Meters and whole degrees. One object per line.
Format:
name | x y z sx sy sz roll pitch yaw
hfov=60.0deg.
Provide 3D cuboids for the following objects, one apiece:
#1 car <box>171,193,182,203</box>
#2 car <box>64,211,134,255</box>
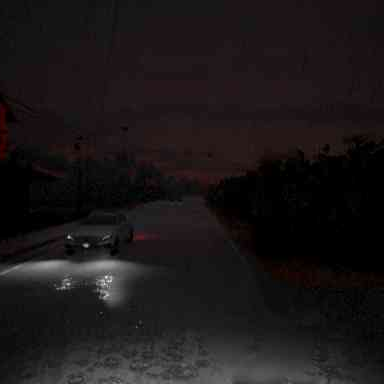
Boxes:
car | -3.507 1.320 75.150 2.150 2.045 5.566 0 0 0
car | -3.584 1.543 13.610 1.812 1.442 4.674 0 0 0
